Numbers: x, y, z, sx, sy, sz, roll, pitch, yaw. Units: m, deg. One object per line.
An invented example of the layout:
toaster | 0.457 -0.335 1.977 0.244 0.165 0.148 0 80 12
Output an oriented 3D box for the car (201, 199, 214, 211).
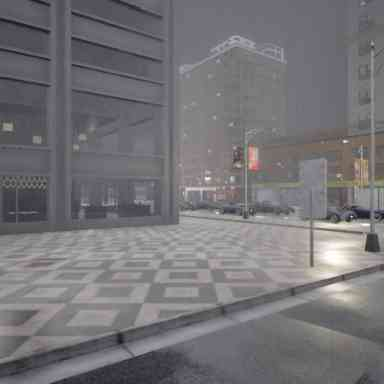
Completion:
car | 2.045 1.666 42.806 2.033 1.411 5.357 0 0 -36

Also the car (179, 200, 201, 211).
car | -1.286 1.687 41.885 1.994 1.385 4.181 0 0 -35

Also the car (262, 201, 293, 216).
car | 8.018 1.632 34.519 2.033 1.411 5.357 0 0 -36

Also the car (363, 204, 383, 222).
car | 13.666 1.648 26.698 1.895 1.301 4.718 0 0 -36

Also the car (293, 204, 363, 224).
car | 10.394 1.616 25.680 1.994 1.385 4.181 0 0 -36

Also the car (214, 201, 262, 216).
car | 4.583 1.654 33.738 1.994 1.385 4.181 0 0 -36
